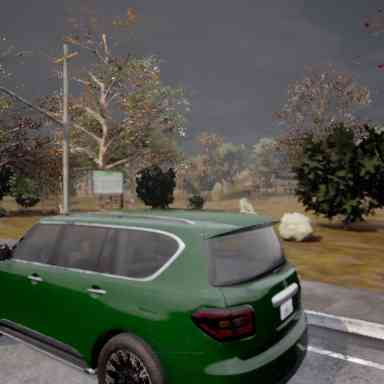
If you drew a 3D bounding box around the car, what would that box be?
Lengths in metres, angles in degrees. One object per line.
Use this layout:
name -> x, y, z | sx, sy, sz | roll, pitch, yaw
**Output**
car -> -1.242, 1.267, 4.878 | 5.566, 2.045, 2.150 | 0, 0, 35
